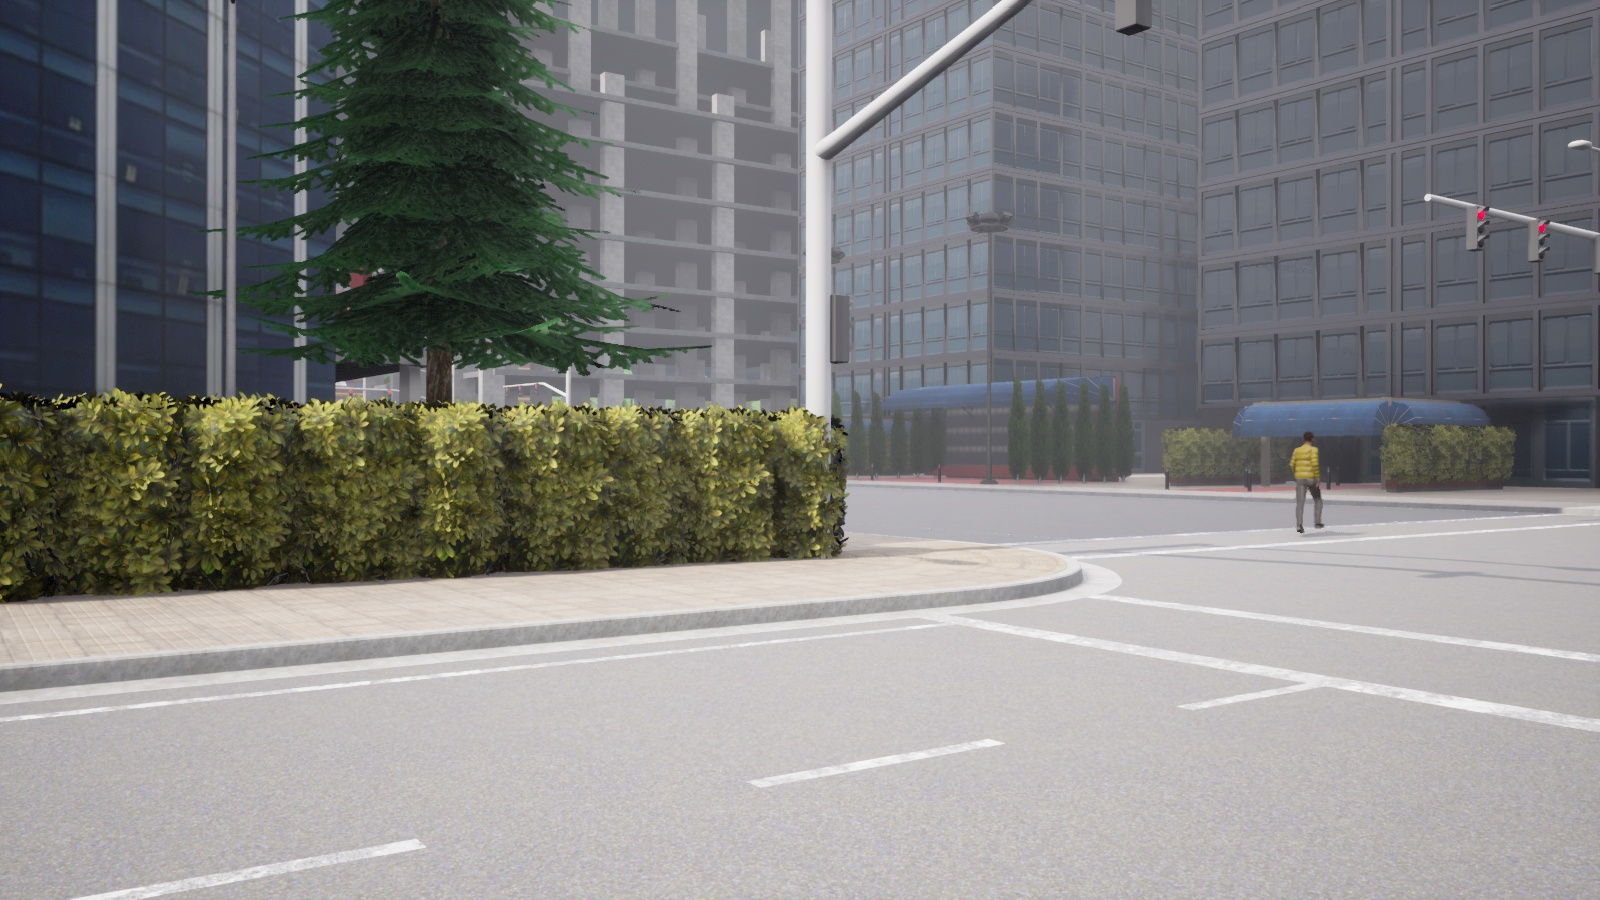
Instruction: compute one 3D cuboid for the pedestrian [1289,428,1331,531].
[{"bbox_3d":[9.259,0.519,22.794,0.709,1.840,0.431,0,0,-41],"label":"pedestrian"}]
